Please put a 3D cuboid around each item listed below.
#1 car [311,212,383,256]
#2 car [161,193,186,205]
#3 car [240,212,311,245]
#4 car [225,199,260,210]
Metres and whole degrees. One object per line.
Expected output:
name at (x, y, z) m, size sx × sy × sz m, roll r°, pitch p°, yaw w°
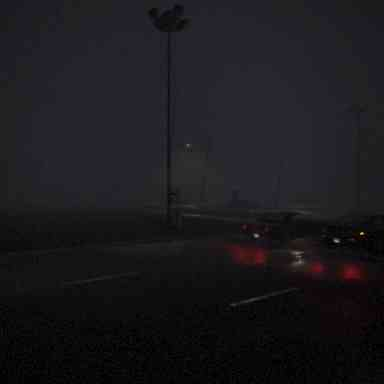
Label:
car at (6.960, 1.515, 13.021) m, size 4.674 × 1.442 × 1.812 m, roll 0°, pitch 0°, yaw -35°
car at (-3.291, 1.204, 56.952) m, size 2.150 × 2.045 × 5.566 m, roll 0°, pitch 0°, yaw -35°
car at (4.591, 1.591, 15.630) m, size 4.718 × 1.301 × 1.895 m, roll 0°, pitch 0°, yaw -35°
car at (6.455, 1.577, 42.824) m, size 1.895 × 1.301 × 4.718 m, roll 0°, pitch 0°, yaw -35°
